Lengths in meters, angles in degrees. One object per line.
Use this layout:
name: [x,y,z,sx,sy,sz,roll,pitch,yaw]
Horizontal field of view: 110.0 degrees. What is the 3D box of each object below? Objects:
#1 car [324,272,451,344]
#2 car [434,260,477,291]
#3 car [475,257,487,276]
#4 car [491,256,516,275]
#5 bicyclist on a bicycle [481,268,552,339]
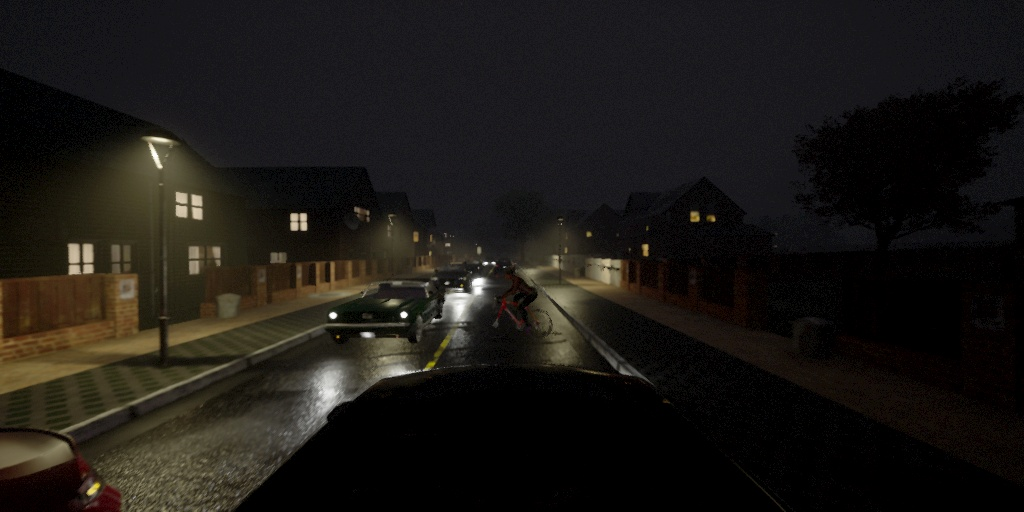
car: [-3.002,1.278,9.522,1.895,1.301,4.718,0,1,-1]
car: [-3.238,1.130,19.685,1.994,1.385,4.181,0,1,-1]
car: [-3.482,1.031,31.467,1.895,1.301,4.718,0,1,-1]
car: [-0.666,0.958,33.444,1.994,1.385,4.181,0,1,-1]
bicyclist on a bicycle: [0.105,1.107,8.246,1.656,1.620,0.582,0,1,-1]
